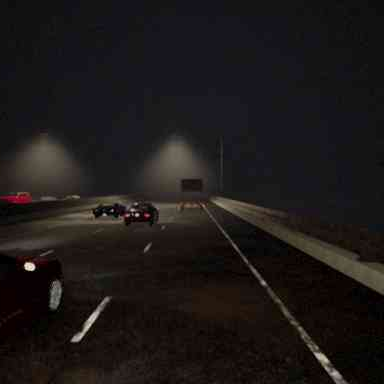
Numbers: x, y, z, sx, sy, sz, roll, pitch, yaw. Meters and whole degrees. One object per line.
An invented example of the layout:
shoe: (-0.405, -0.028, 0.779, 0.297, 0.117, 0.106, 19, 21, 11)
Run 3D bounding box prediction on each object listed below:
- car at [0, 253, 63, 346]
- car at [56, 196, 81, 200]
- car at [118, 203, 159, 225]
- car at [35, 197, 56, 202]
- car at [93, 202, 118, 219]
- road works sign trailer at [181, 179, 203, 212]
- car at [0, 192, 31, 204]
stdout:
car: (-3.402, 1.466, 4.415, 1.882, 1.535, 5.008, 0, 0, 0)
car: (-17.593, 1.325, 48.807, 1.882, 1.535, 5.008, 0, 0, 0)
car: (-3.410, 1.480, 23.187, 2.033, 1.411, 5.357, 0, 0, 0)
car: (-21.090, 1.396, 48.608, 2.033, 1.411, 5.357, 0, 0, 0)
car: (-6.914, 1.516, 28.501, 1.895, 1.301, 4.718, 0, 0, 0)
road works sign trailer: (-0.018, 0.353, 36.345, 2.380, 3.560, 2.880, 0, 0, 0)
car: (-24.595, 1.081, 46.301, 2.150, 2.045, 5.566, 0, 0, 0)
